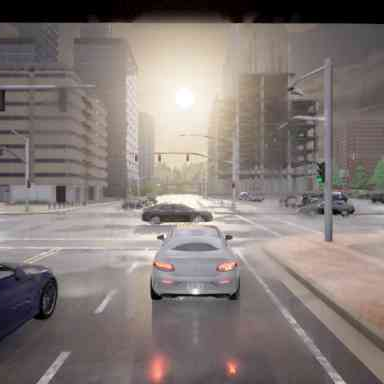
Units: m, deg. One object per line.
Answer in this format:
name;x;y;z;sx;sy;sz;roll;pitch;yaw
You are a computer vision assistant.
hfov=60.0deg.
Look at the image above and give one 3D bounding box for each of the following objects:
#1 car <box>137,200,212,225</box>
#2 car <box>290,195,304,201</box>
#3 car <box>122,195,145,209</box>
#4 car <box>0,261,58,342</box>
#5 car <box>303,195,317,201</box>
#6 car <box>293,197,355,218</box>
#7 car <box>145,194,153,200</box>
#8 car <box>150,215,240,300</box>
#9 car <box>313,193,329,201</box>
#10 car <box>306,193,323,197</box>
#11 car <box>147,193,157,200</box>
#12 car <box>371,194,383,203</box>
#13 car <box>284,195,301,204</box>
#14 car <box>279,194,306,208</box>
car;-1.019;1.505;22.842;4.892;1.490;1.837;0;0;-1
car;24.272;1.395;76.878;1.970;1.475;3.806;0;0;0
car;-8.090;1.352;44.850;2.097;1.767;4.553;0;0;0
car;-3.442;1.526;4.387;1.812;1.442;4.674;0;0;0
car;27.167;1.364;76.892;1.784;1.438;3.905;0;0;0
car;12.096;1.491;30.074;4.902;1.511;2.128;0;0;0
car;-8.168;1.477;55.300;1.882;1.535;5.008;0;0;0
car;0.070;1.526;8.262;1.812;1.442;4.674;0;0;0
car;29.850;1.153;76.955;1.932;1.855;4.605;0;0;0
car;15.956;1.156;44.268;1.905;1.878;3.866;0;0;0
car;-8.207;1.221;65.881;2.150;2.045;5.566;0;0;-1
car;35.474;1.153;61.921;1.932;1.855;4.605;0;0;0
car;18.577;1.395;61.749;1.970;1.475;3.806;0;0;0
car;13.061;1.153;44.309;1.932;1.855;4.605;0;0;0
